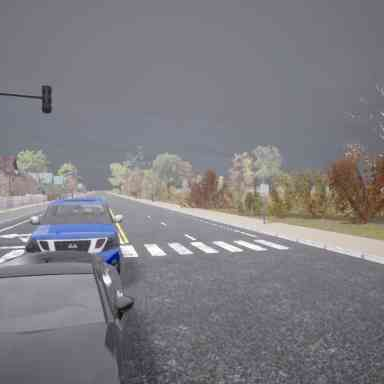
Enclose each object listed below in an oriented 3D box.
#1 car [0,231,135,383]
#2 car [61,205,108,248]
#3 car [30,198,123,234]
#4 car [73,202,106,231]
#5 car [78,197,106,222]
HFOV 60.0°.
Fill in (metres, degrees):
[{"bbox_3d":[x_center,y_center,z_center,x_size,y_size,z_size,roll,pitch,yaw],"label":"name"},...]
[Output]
[{"bbox_3d":[-1.705,1.524,3.878,1.812,1.442,4.674,0,0,-13],"label":"car"},{"bbox_3d":[-5.039,1.498,16.028,1.837,1.490,4.892,0,0,-15],"label":"car"},{"bbox_3d":[-3.363,1.218,9.962,2.150,2.045,5.566,0,0,-15],"label":"car"},{"bbox_3d":[-6.625,1.468,21.769,1.882,1.535,5.008,0,0,-16],"label":"car"},{"bbox_3d":[-8.202,1.338,27.498,2.097,1.767,4.553,0,0,-15],"label":"car"}]
